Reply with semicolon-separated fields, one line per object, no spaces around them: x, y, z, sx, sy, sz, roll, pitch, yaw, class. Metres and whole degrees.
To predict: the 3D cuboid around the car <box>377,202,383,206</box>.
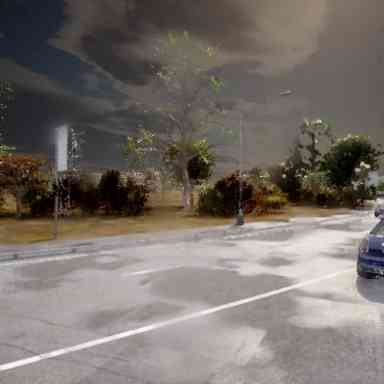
17.873;1.568;29.947;1.812;1.442;4.674;0;0;41;car

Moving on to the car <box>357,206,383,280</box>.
6.352;1.368;8.877;4.553;1.767;2.097;0;0;-39;car
